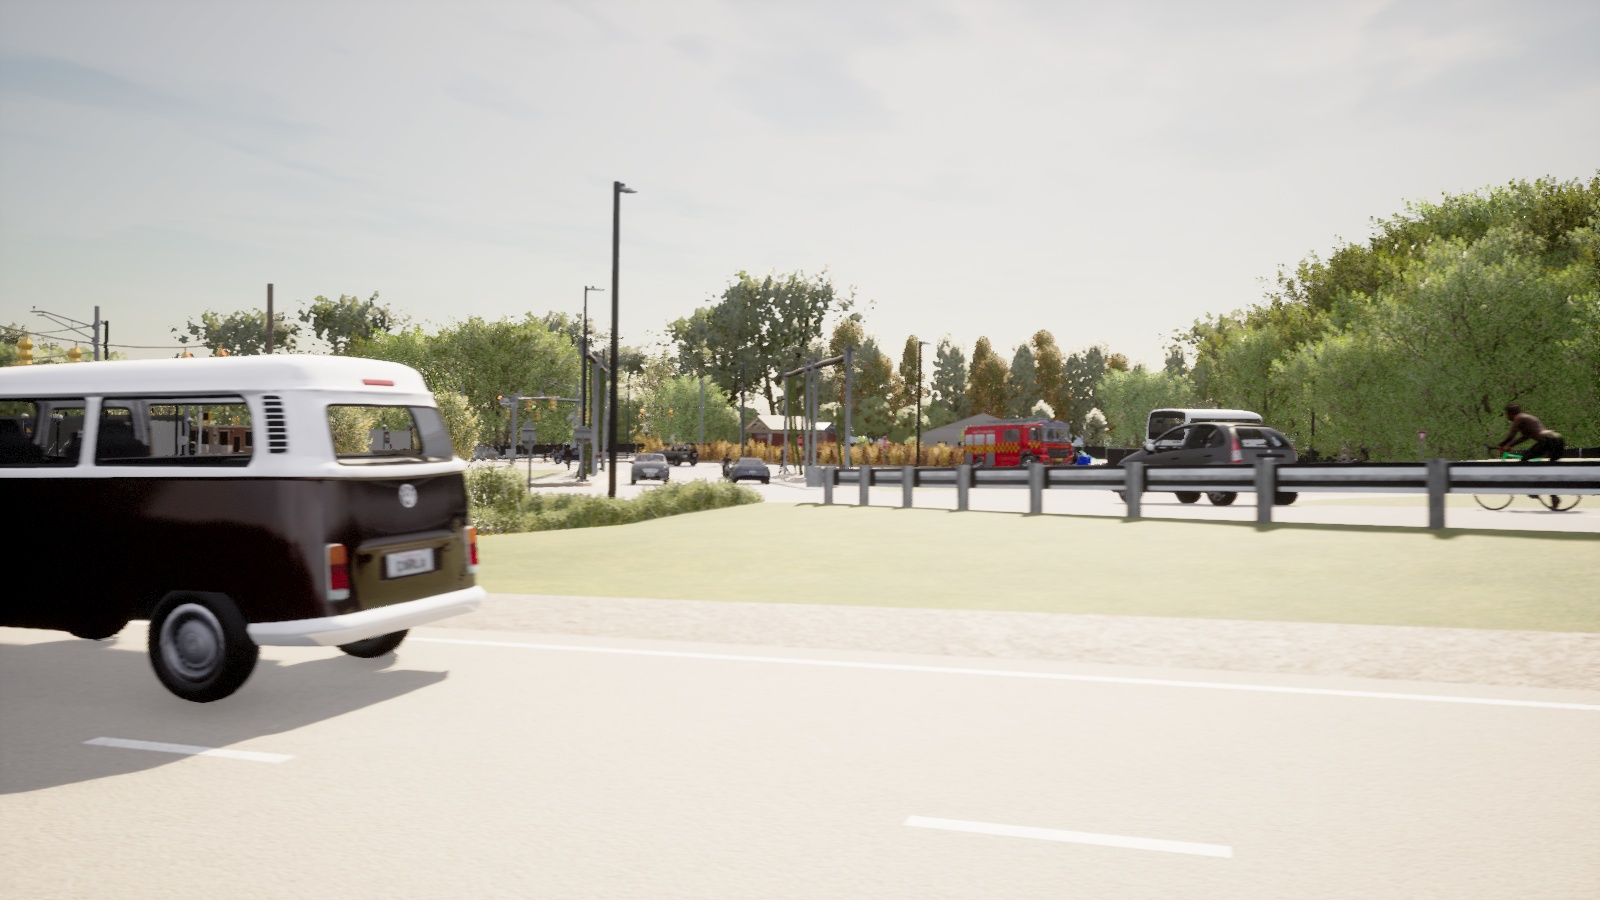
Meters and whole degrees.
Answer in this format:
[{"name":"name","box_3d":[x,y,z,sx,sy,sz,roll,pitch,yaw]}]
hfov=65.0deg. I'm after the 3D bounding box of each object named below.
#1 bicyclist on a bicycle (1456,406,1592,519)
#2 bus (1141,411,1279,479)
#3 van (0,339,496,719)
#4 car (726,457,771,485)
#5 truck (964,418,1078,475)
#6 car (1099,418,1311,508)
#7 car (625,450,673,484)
[{"name":"bicyclist on a bicycle","box_3d":[10.805,0.200,18.790,0.582,1.620,1.656,1,-2,-31]},{"name":"bus","box_3d":[27.627,-0.366,84.271,10.273,4.253,3.944,0,2,-41]},{"name":"van","box_3d":[-4.556,0.392,8.415,4.480,2.038,2.069,0,1,19]},{"name":"car","box_3d":[-2.772,1.079,66.557,1.994,1.385,4.181,1,0,-7]},{"name":"truck","box_3d":[15.480,-0.186,88.776,2.891,3.827,8.468,1,-1,-33]},{"name":"car","box_3d":[7.908,0.295,24.911,1.851,1.617,3.988,1,-2,-22]},{"name":"car","box_3d":[-7.235,0.820,60.210,2.128,1.511,4.902,1,-1,-7]}]
